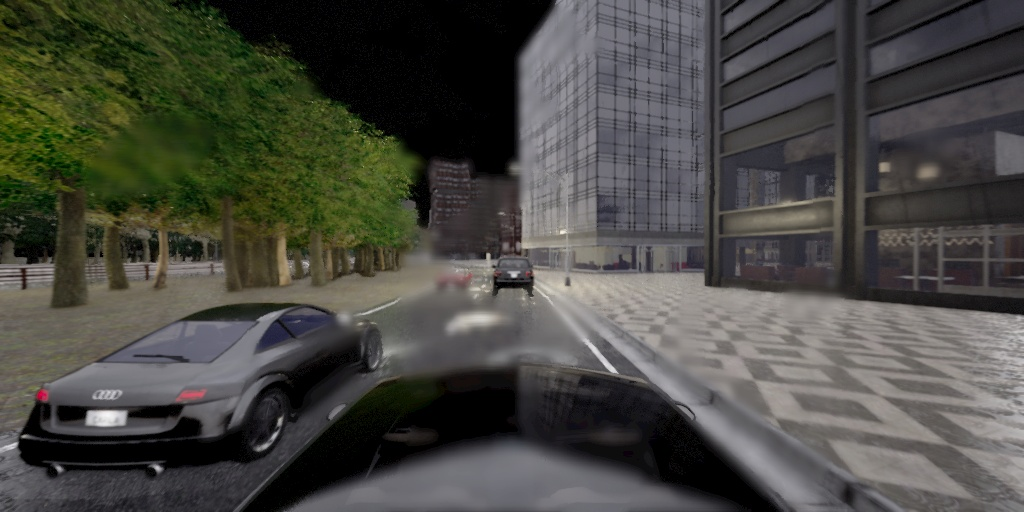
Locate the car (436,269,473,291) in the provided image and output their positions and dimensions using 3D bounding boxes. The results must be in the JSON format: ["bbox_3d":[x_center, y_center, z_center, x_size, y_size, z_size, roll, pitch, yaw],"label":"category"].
[{"bbox_3d":[-3.544,1.452,22.934,1.895,1.301,4.718,0,0,-2],"label":"car"}]

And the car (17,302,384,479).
[{"bbox_3d":[-3.364,1.326,4.988,1.994,1.385,4.181,0,0,0],"label":"car"}]

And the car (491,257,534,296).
[{"bbox_3d":[0.030,1.063,20.330,2.150,2.045,5.566,0,0,-1],"label":"car"}]
